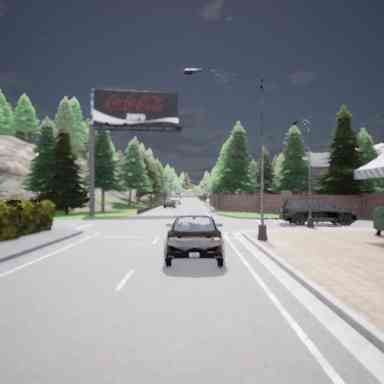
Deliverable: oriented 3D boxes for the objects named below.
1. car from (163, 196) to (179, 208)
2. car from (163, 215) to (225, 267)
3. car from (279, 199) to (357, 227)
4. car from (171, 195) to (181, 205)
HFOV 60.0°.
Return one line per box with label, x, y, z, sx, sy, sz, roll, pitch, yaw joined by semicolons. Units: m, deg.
car;-3.555;1.836;52.750;2.033;1.411;5.357;0;0;0
car;0.078;1.556;11.691;2.128;1.511;4.902;0;0;0
car;9.612;1.541;25.660;5.566;2.045;2.150;0;-1;4
car;-3.485;1.595;68.351;2.150;2.045;5.566;0;0;0
